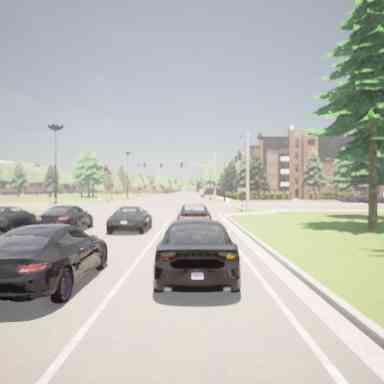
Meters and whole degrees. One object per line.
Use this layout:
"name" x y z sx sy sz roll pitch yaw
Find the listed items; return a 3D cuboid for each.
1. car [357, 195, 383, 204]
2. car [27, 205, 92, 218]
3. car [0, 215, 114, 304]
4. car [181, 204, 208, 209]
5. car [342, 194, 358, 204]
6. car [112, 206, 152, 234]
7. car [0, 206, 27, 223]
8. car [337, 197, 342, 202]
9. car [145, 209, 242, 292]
"car" 29.670 1.288 53.687 4.181 1.385 1.994 0 0 0
"car" -6.884 1.432 18.314 1.812 1.442 4.674 0 0 0
"car" -3.393 1.486 7.903 1.812 1.442 4.674 0 0 0
"car" 0.117 1.398 18.168 2.128 1.511 4.902 0 0 0
"car" 29.332 1.253 57.165 5.357 1.411 2.033 0 0 0
"car" -3.384 1.469 18.501 1.994 1.385 4.181 0 0 0
"car" -10.383 1.468 18.621 1.994 1.385 4.181 0 0 0
"car" 29.124 1.180 60.646 4.902 1.511 2.128 0 0 0
"car" 0.108 1.432 8.801 1.882 1.535 5.008 0 0 0
